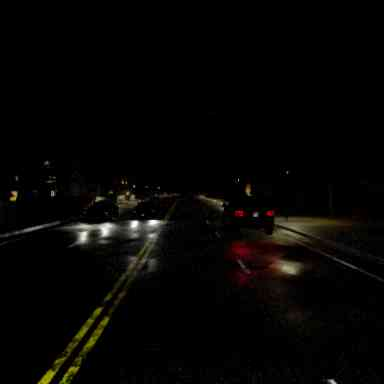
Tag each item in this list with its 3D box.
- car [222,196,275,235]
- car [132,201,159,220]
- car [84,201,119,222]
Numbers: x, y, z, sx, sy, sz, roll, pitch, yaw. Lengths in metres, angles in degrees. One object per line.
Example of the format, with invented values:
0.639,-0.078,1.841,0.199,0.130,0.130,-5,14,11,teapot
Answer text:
3.042,1.212,18.891,2.150,2.045,5.566,0,0,-2,car
-3.869,1.533,28.299,1.812,1.442,4.674,0,0,-1,car
-7.082,1.496,26.442,1.882,1.535,5.008,0,0,-1,car
